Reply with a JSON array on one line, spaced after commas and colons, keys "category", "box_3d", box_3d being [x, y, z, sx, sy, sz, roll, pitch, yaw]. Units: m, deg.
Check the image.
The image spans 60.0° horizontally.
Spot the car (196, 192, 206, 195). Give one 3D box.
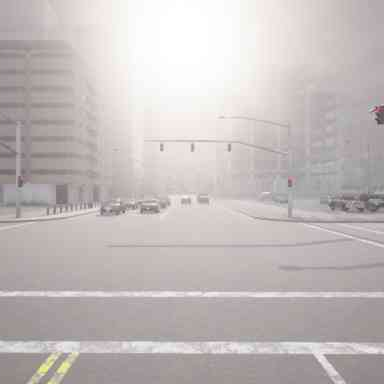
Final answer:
[{"category": "car", "box_3d": [2.219, 1.051, 74.446, 2.150, 2.045, 5.566, 0, 0, 0]}]

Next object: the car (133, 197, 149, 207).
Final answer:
[{"category": "car", "box_3d": [-8.205, 1.564, 53.365, 1.994, 1.385, 4.181, 0, 0, -1]}]

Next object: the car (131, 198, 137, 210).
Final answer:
[{"category": "car", "box_3d": [-8.120, 1.526, 43.370, 1.812, 1.442, 4.674, 0, 0, 0]}]

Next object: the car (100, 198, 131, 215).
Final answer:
[{"category": "car", "box_3d": [-8.053, 1.491, 34.221, 2.128, 1.511, 4.902, 0, 0, 0]}]

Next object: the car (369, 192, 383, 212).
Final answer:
[{"category": "car", "box_3d": [19.478, 1.156, 35.725, 1.905, 1.878, 3.866, 0, 0, 0]}]

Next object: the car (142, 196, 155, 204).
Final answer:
[{"category": "car", "box_3d": [-8.241, 1.477, 63.488, 1.882, 1.535, 5.008, 0, 0, 0]}]

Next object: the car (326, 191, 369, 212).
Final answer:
[{"category": "car", "box_3d": [16.583, 1.153, 35.766, 1.932, 1.855, 4.605, 0, 0, 0]}]

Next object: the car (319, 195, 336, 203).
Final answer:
[{"category": "car", "box_3d": [27.801, 1.395, 68.333, 1.970, 1.475, 3.806, 0, 0, 0]}]

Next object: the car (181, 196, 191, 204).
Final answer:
[{"category": "car", "box_3d": [-1.087, 1.491, 62.925, 2.128, 1.511, 4.902, 0, 0, 0]}]

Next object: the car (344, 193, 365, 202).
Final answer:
[{"category": "car", "box_3d": [33.379, 1.153, 68.409, 1.932, 1.855, 4.605, 0, 0, 0]}]

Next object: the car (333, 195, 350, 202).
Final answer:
[{"category": "car", "box_3d": [30.696, 1.364, 68.346, 1.784, 1.438, 3.905, 0, 0, 0]}]

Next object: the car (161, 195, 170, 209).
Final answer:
[{"category": "car", "box_3d": [-4.647, 1.352, 45.988, 2.097, 1.767, 4.553, 0, 0, -1]}]

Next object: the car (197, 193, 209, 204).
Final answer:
[{"category": "car", "box_3d": [2.299, 1.477, 64.641, 1.882, 1.535, 5.008, 0, 0, 0]}]

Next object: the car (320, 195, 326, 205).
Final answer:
[{"category": "car", "box_3d": [22.103, 1.395, 53.205, 1.970, 1.475, 3.806, 0, 0, 0]}]

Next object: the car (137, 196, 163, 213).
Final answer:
[{"category": "car", "box_3d": [-4.575, 1.505, 36.845, 1.837, 1.490, 4.892, 0, 0, 0]}]

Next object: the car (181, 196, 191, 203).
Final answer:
[{"category": "car", "box_3d": [-1.241, 1.542, 72.660, 2.033, 1.411, 5.357, 0, 0, 0]}]
